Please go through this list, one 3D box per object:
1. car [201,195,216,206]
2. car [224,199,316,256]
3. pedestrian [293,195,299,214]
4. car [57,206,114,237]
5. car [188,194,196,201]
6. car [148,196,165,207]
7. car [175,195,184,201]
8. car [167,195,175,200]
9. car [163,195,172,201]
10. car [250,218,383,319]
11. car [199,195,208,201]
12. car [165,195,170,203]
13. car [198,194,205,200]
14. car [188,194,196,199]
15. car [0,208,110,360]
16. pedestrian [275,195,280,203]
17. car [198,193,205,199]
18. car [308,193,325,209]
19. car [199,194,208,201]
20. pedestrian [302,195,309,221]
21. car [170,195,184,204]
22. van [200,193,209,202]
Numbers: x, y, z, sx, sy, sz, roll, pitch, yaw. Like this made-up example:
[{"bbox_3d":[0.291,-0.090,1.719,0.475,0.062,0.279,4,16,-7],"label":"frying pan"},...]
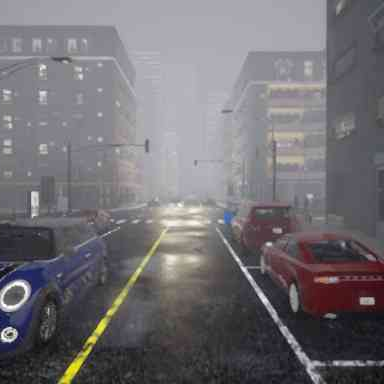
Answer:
[{"bbox_3d":[2.680,1.487,50.777,1.802,1.307,4.206,0,0,0],"label":"car"},{"bbox_3d":[2.681,1.288,12.854,2.192,1.841,5.009,0,0,0],"label":"car"},{"bbox_3d":[7.133,1.103,22.939,0.375,1.860,0.375,0,1,0],"label":"pedestrian"},{"bbox_3d":[-5.699,1.545,18.383,1.802,1.307,4.206,0,0,0],"label":"car"},{"bbox_3d":[-0.007,1.382,80.232,1.812,1.442,4.674,0,0,0],"label":"car"},{"bbox_3d":[-5.701,1.471,50.788,1.947,1.339,4.313,0,0,0],"label":"car"},{"bbox_3d":[-3.006,1.420,78.219,1.994,1.385,4.181,0,0,0],"label":"car"},{"bbox_3d":[-5.704,1.437,89.453,1.802,1.307,4.206,0,0,0],"label":"car"},{"bbox_3d":[-5.703,1.412,78.406,1.887,1.381,4.507,0,0,0],"label":"car"},{"bbox_3d":[2.683,1.529,7.326,1.887,1.381,4.507,0,0,0],"label":"car"},{"bbox_3d":[2.678,1.433,78.394,1.947,1.339,4.313,0,0,0],"label":"car"},{"bbox_3d":[-5.702,1.455,61.835,1.947,1.339,4.313,0,0,0],"label":"car"},{"bbox_3d":[2.676,1.374,95.134,1.752,1.417,4.829,-1,0,0],"label":"car"},{"bbox_3d":[-0.007,1.281,90.268,1.895,1.301,4.718,0,0,0],"label":"car"},{"bbox_3d":[-3.095,1.339,6.209,2.097,1.767,4.553,0,0,0],"label":"car"},{"bbox_3d":[6.133,1.097,24.139,0.375,1.860,0.375,0,1,0],"label":"pedestrian"},{"bbox_3d":[2.679,1.426,67.347,1.887,1.381,4.507,0,0,0],"label":"car"},{"bbox_3d":[15.756,0.957,37.915,5.009,1.841,2.192,-1,1,0],"label":"car"},{"bbox_3d":[2.679,1.462,56.300,1.947,1.339,4.313,0,0,0],"label":"car"},{"bbox_3d":[8.084,1.118,23.539,0.375,1.860,0.375,0,1,0],"label":"pedestrian"},{"bbox_3d":[-3.027,1.489,62.707,1.895,1.301,4.718,0,0,1],"label":"car"},{"bbox_3d":[2.676,1.215,72.870,1.690,1.788,3.998,0,0,0],"label":"van"}]
